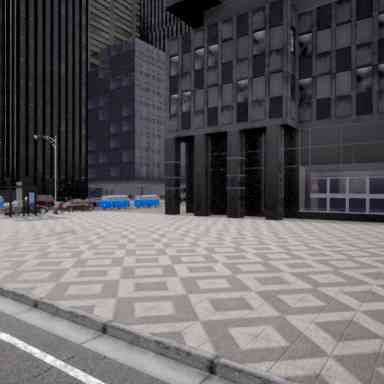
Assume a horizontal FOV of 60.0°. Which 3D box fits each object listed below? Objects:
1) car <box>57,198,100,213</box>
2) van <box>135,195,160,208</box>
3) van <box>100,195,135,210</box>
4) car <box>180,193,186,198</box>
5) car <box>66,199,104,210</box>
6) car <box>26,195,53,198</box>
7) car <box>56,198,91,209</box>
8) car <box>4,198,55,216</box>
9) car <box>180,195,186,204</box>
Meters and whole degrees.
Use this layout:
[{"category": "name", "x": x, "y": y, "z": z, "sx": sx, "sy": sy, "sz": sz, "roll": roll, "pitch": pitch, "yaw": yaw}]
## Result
[{"category": "car", "x": -12.712, "y": 1.576, "z": 36.548, "sx": 1.802, "sy": 1.307, "sz": 4.206, "roll": 0, "pitch": 0, "yaw": 35}, {"category": "van", "x": -6.128, "y": 1.330, "z": 45.799, "sx": 1.690, "sy": 1.788, "sz": 3.998, "roll": 0, "pitch": 0, "yaw": 35}, {"category": "van", "x": -9.420, "y": 1.332, "z": 41.174, "sx": 1.690, "sy": 1.788, "sz": 3.998, "roll": 0, "pitch": 0, "yaw": 35}, {"category": "car", "x": -2.449, "y": 1.232, "z": 60.910, "sx": 2.150, "sy": 2.045, "sz": 5.566, "roll": 0, "pitch": 0, "yaw": 35}, {"category": "car", "x": -14.235, "y": 1.575, "z": 44.516, "sx": 1.895, "sy": 1.301, "sz": 4.718, "roll": 0, "pitch": 0, "yaw": 35}, {"category": "car", "x": -19.658, "y": 1.285, "z": 41.488, "sx": 2.192, "sy": 1.841, "sz": 5.009, "roll": 0, "pitch": 0, "yaw": 35}, {"category": "car", "x": -16.367, "y": 1.548, "z": 46.115, "sx": 1.802, "sy": 1.307, "sz": 4.206, "roll": 0, "pitch": 0, "yaw": 35}, {"category": "car", "x": -16.004, "y": 1.549, "z": 31.922, "sx": 2.008, "sy": 1.369, "sz": 4.403, "roll": 0, "pitch": 0, "yaw": 35}, {"category": "car", "x": 0.454, "y": 1.569, "z": 55.052, "sx": 1.802, "sy": 1.307, "sz": 4.206, "roll": 0, "pitch": 0, "yaw": 35}]
